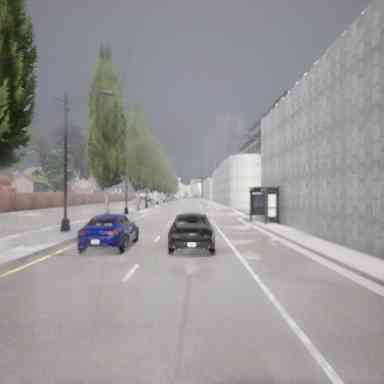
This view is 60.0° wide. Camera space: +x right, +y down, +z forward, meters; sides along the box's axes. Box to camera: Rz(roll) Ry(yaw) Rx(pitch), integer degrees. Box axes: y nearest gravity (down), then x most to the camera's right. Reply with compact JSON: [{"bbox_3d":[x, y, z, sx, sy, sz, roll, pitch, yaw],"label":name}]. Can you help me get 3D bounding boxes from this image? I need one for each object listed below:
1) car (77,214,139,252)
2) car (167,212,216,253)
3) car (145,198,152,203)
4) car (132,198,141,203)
[{"bbox_3d":[-3.509,1.660,14.378,1.812,1.442,4.674,0,0,0],"label":"car"},{"bbox_3d":[-0.010,1.641,14.315,1.837,1.490,4.892,0,0,0],"label":"car"},{"bbox_3d":[-11.587,2.257,90.132,1.994,1.385,4.181,0,0,0],"label":"car"},{"bbox_3d":[-15.086,2.300,90.099,1.895,1.301,4.718,0,0,0],"label":"car"}]
